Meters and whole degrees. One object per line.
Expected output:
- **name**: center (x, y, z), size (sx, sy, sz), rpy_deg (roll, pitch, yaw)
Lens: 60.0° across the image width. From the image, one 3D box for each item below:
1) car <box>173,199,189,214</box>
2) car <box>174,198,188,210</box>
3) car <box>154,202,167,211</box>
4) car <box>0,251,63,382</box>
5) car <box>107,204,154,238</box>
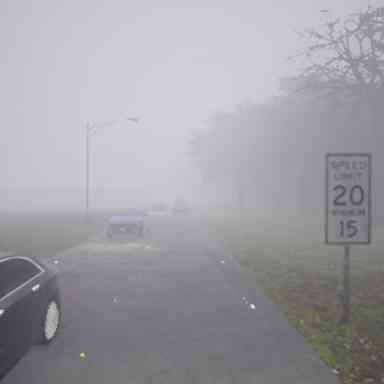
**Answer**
- **car**: center (-1.339, 1.885, 40.113), size (1.994, 1.385, 4.181), rpy_deg (0, -1, -2)
- **car**: center (-1.708, 1.777, 50.046), size (2.097, 1.767, 4.553), rpy_deg (0, -1, -3)
- **car**: center (-4.520, 1.987, 46.317), size (1.895, 1.301, 4.718), rpy_deg (0, -1, -2)
- **car**: center (-2.957, 1.527, 3.595), size (1.837, 1.490, 4.892), rpy_deg (0, 0, -2)
- **car**: center (-3.492, 1.612, 18.887), size (1.882, 1.535, 5.008), rpy_deg (0, -1, -2)
